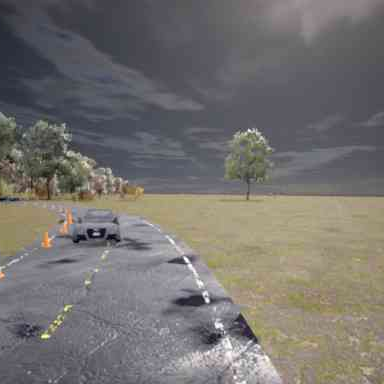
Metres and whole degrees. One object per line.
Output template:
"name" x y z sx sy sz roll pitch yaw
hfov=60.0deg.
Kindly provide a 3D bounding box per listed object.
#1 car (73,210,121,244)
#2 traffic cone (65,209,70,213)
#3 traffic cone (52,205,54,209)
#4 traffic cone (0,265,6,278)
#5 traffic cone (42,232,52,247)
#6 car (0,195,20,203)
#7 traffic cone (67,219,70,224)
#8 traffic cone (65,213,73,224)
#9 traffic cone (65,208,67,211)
"car" -4.378 1.543 15.671 1.994 1.385 4.181 0 0 -13
"traffic cone" -10.086 1.876 27.440 0.340 0.580 0.340 0 0 -22
"traffic cone" -16.819 1.779 40.288 0.340 0.580 0.340 1 0 -33
"traffic cone" -5.139 1.944 8.767 0.340 0.580 0.340 0 0 -8
"traffic cone" -5.925 1.933 13.545 0.340 0.580 0.340 0 0 -11
"car" -33.277 1.234 60.295 4.718 1.301 1.895 1 0 30
"traffic cone" -7.014 1.918 18.262 0.340 0.580 0.340 0 0 -15
"traffic cone" -8.403 1.899 22.901 0.340 0.580 0.340 0 0 -18
"traffic cone" -12.055 1.848 31.864 0.340 0.580 0.340 0 0 -26
